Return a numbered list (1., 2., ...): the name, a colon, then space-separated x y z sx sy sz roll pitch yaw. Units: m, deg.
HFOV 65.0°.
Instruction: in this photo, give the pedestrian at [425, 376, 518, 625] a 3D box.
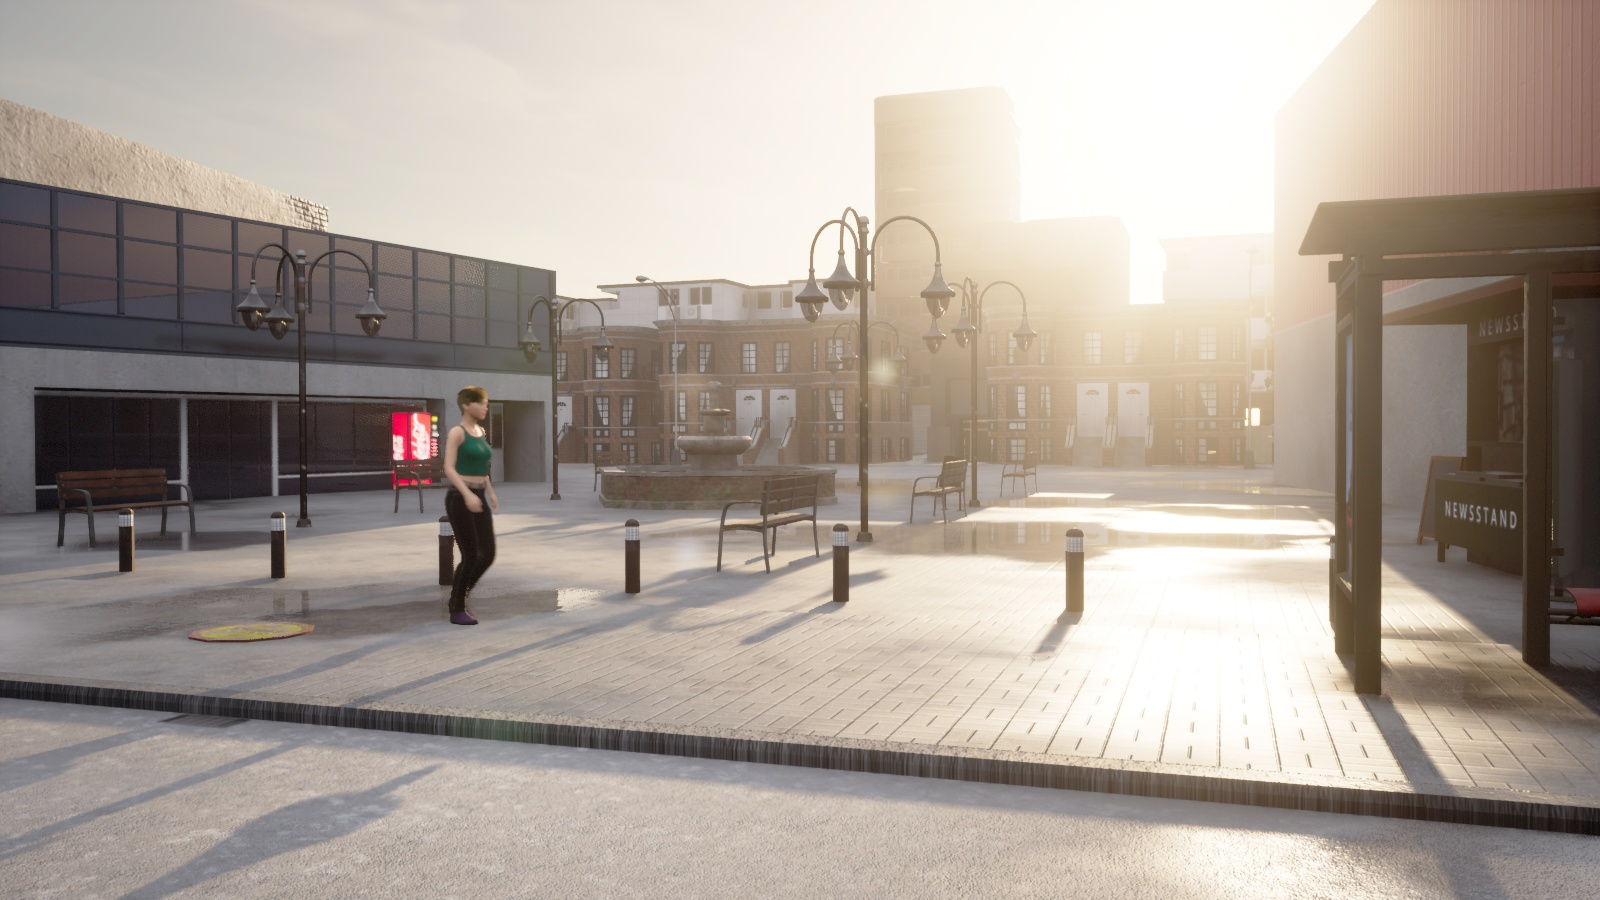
1. pedestrian: -2.485 0.368 9.517 0.594 1.836 0.345 1 1 22
